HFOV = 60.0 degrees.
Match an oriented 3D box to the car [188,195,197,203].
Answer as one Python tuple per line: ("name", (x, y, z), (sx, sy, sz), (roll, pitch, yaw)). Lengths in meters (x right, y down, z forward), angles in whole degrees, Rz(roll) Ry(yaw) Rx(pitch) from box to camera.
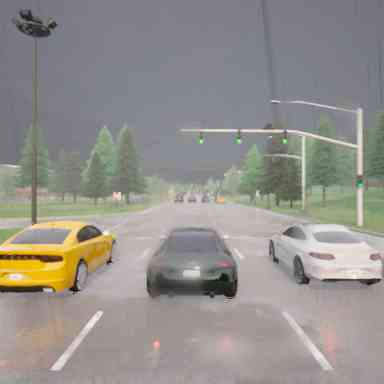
("car", (0.055, 1.841, 81.595), (2.097, 1.767, 4.553), (0, 0, 0))

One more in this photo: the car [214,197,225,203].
("car", (7.054, 1.960, 81.203), (1.882, 1.535, 5.008), (0, 0, 0))

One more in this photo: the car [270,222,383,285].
("car", (3.546, 1.584, 9.517), (1.812, 1.442, 4.674), (0, 0, 1))

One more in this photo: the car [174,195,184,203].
("car", (-3.445, 2.081, 81.656), (1.895, 1.301, 4.718), (0, 0, 0))

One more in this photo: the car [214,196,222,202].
("car", (7.061, 1.939, 91.623), (1.994, 1.385, 4.181), (0, 0, 0))

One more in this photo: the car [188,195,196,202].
("car", (0.061, 1.741, 91.599), (2.097, 1.767, 4.553), (0, 0, 0))

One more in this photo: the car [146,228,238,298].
("car", (0.033, 1.618, 8.691), (1.994, 1.385, 4.181), (0, 0, 1))

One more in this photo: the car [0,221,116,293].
("car", (-3.461, 1.533, 9.082), (1.882, 1.535, 5.008), (0, 0, 1))

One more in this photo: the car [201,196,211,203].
("car", (3.555, 2.038, 81.621), (1.994, 1.385, 4.181), (0, 0, 0))

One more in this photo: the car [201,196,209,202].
("car", (3.561, 1.886, 91.626), (1.837, 1.490, 4.892), (0, 0, 0))
